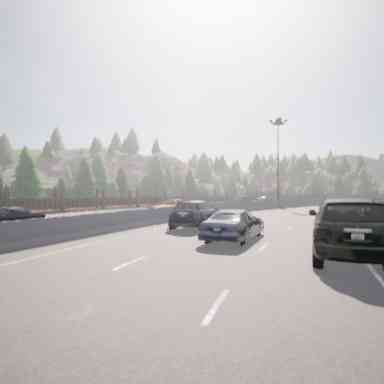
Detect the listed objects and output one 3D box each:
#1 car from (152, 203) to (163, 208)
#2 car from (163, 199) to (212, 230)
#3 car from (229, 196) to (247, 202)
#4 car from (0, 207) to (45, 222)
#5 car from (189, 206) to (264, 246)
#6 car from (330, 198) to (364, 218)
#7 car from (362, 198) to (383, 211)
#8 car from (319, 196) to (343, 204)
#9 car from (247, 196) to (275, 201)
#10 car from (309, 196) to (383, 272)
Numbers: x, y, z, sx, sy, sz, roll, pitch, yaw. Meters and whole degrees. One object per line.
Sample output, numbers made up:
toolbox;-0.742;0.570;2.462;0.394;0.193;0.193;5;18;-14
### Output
car;-1.805;1.440;31.471;1.882;1.535;5.008;0;0;31
car;0.386;1.315;20.193;2.097;1.767;4.553;0;0;24
car;8.109;1.469;55.760;4.892;1.490;1.837;0;-1;-45
car;-11.375;1.573;20.061;1.895;1.301;4.718;0;0;22
car;1.948;1.514;15.300;2.033;1.411;5.357;0;0;23
car;14.169;1.397;30.279;1.882;1.535;5.008;0;0;37
car;22.172;1.448;39.962;1.994;1.385;4.181;0;0;44
car;25.831;1.438;61.767;4.674;1.442;1.812;0;0;-35
car;11.776;1.439;54.466;4.902;1.511;2.128;0;0;-44
car;5.056;1.198;10.774;2.150;2.045;5.566;0;0;21
